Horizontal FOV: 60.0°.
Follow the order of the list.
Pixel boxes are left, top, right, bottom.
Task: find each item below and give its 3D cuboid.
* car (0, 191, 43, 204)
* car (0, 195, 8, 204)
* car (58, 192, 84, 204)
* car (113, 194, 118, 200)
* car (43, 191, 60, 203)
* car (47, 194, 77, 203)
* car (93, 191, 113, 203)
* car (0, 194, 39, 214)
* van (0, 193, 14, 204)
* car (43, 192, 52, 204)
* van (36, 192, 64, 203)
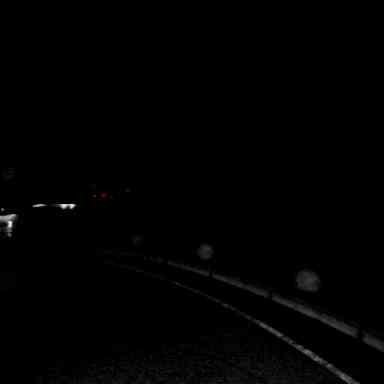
[{"bbox_3d":[-24.942,1.019,48.807,4.553,1.767,2.185,-1,0,-5],"label":"car"},{"bbox_3d":[-38.557,1.491,63.777,5.366,1.575,1.946,-1,-1,-4],"label":"car"},{"bbox_3d":[-19.009,1.184,52.288,1.994,1.385,4.181,-1,0,-4],"label":"car"},{"bbox_3d":[-16.966,1.145,70.353,1.882,1.535,5.008,-1,-1,-4],"label":"car"},{"bbox_3d":[-25.416,0.923,54.743,5.566,2.045,2.435,-1,0,-4],"label":"car"},{"bbox_3d":[-26.117,1.326,66.867,5.366,1.575,1.946,-1,-1,-4],"label":"car"},{"bbox_3d":[-16.244,0.823,59.982,2.150,2.045,5.566,-1,0,-4],"label":"car"},{"bbox_3d":[-17.705,1.312,33.407,2.128,1.511,4.902,-1,1,-4],"label":"car"},{"bbox_3d":[-38.469,1.312,66.589,4.442,1.987,1.878,-1,-1,-4],"label":"van"},{"bbox_3d":[-25.156,1.159,51.835,5.008,1.535,2.097,-1,0,-5],"label":"car"},{"bbox_3d":[-25.975,1.015,60.910,4.442,1.987,1.878,-1,-1,-4],"label":"van"}]
